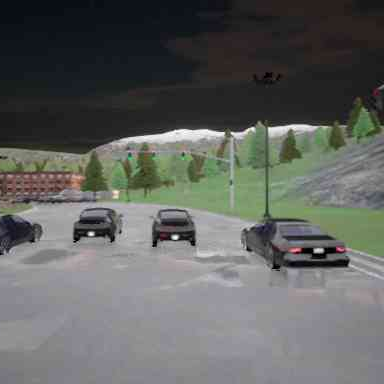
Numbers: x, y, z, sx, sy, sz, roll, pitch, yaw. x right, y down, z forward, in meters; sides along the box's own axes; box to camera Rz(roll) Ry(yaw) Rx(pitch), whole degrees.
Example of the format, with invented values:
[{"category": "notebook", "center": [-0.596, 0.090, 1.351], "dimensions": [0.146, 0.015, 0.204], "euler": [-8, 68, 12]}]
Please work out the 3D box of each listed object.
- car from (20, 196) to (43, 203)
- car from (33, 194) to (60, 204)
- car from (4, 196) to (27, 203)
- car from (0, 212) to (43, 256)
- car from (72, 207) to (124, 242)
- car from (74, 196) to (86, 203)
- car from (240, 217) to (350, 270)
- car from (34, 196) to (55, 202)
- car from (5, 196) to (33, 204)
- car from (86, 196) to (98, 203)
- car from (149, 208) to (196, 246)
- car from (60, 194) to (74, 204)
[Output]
[{"category": "car", "center": [-35.311, 1.563, 73.099], "dimensions": [4.892, 1.490, 1.837], "euler": [0, 0, 25]}, {"category": "car", "center": [-28.406, 1.607, 64.728], "dimensions": [4.892, 1.490, 1.837], "euler": [0, 0, 39]}, {"category": "car", "center": [-37.231, 1.626, 70.129], "dimensions": [4.181, 1.385, 1.994], "euler": [0, 0, 21]}, {"category": "car", "center": [-7.668, 1.573, 13.088], "dimensions": [2.033, 1.411, 5.357], "euler": [0, 0, -5]}, {"category": "car", "center": [-4.572, 1.528, 16.537], "dimensions": [1.837, 1.490, 4.892], "euler": [0, 0, -7]}, {"category": "car", "center": [-25.340, 1.661, 71.175], "dimensions": [4.181, 1.385, 1.994], "euler": [0, 0, 35]}, {"category": "car", "center": [3.042, 1.552, 11.026], "dimensions": [2.033, 1.411, 5.357], "euler": [0, 0, -5]}, {"category": "car", "center": [-33.798, 1.650, 76.254], "dimensions": [4.718, 1.301, 1.895], "euler": [0, 0, 25]}, {"category": "car", "center": [-33.008, 1.615, 63.761], "dimensions": [4.892, 1.490, 1.837], "euler": [0, 0, 32]}, {"category": "car", "center": [-23.280, 1.647, 74.009], "dimensions": [5.357, 1.411, 2.033], "euler": [0, 0, 35]}, {"category": "car", "center": [-0.922, 1.520, 15.448], "dimensions": [1.837, 1.490, 4.892], "euler": [0, 0, -6]}, {"category": "car", "center": [-26.743, 1.632, 67.870], "dimensions": [4.674, 1.442, 1.812], "euler": [0, 0, 35]}]
